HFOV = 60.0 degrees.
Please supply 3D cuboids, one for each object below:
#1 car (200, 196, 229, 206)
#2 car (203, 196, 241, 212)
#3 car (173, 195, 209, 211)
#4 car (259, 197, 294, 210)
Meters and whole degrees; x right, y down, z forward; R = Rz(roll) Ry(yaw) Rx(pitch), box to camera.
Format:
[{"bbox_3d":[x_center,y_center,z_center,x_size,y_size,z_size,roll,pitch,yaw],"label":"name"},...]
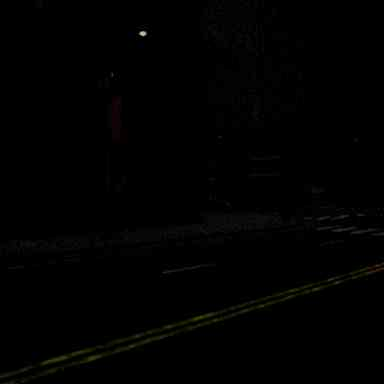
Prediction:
[{"bbox_3d":[3.135,1.269,46.793,1.802,1.307,4.206,-1,0,-36],"label":"car"},{"bbox_3d":[3.036,1.185,33.158,1.967,1.590,4.097,0,0,-36],"label":"car"},{"bbox_3d":[-0.175,1.184,37.637,1.967,1.590,4.097,0,0,-36],"label":"car"},{"bbox_3d":[9.559,1.254,37.835,1.947,1.339,4.313,0,0,-36],"label":"car"}]
